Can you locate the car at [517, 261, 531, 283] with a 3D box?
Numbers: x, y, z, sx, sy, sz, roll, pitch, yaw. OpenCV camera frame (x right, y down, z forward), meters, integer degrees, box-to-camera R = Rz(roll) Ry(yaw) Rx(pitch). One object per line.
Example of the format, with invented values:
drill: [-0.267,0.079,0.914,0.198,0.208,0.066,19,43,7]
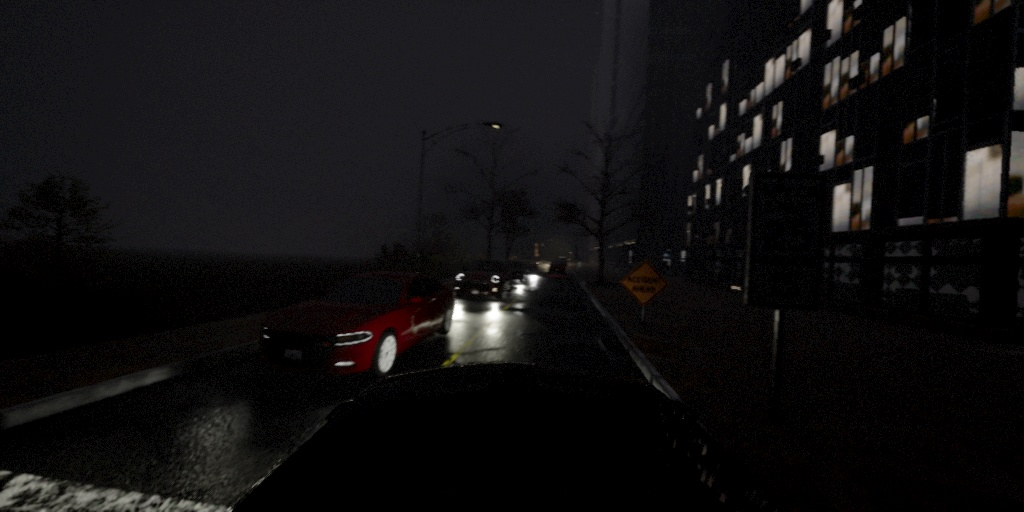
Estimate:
car: [0.120,1.138,27.438,1.837,1.490,4.892,3,0,8]

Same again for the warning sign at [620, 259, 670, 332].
warning sign: [3.568,1.020,9.853,1.300,1.860,1.060,0,0,8]

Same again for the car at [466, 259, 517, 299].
car: [-1.236,0.961,17.389,2.097,1.767,4.553,3,0,8]

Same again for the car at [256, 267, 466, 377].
car: [-2.607,1.061,7.315,1.882,1.535,5.008,3,0,8]

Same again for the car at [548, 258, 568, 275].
car: [5.202,1.315,41.256,1.882,1.535,5.008,3,0,8]

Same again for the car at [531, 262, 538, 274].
car: [1.871,1.266,39.935,1.895,1.301,4.718,3,0,8]
